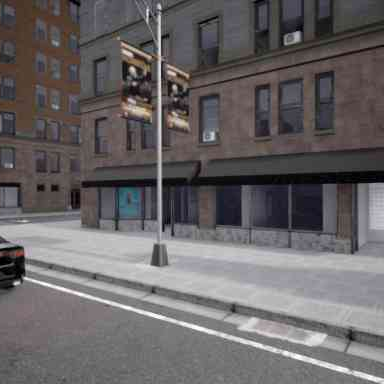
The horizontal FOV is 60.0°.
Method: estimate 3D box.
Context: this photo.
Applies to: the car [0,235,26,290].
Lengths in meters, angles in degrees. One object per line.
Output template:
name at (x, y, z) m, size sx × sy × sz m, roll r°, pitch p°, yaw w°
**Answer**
car at (-5.948, 1.477, 7.899) m, size 5.008 × 1.535 × 1.882 m, roll 0°, pitch 0°, yaw 35°
